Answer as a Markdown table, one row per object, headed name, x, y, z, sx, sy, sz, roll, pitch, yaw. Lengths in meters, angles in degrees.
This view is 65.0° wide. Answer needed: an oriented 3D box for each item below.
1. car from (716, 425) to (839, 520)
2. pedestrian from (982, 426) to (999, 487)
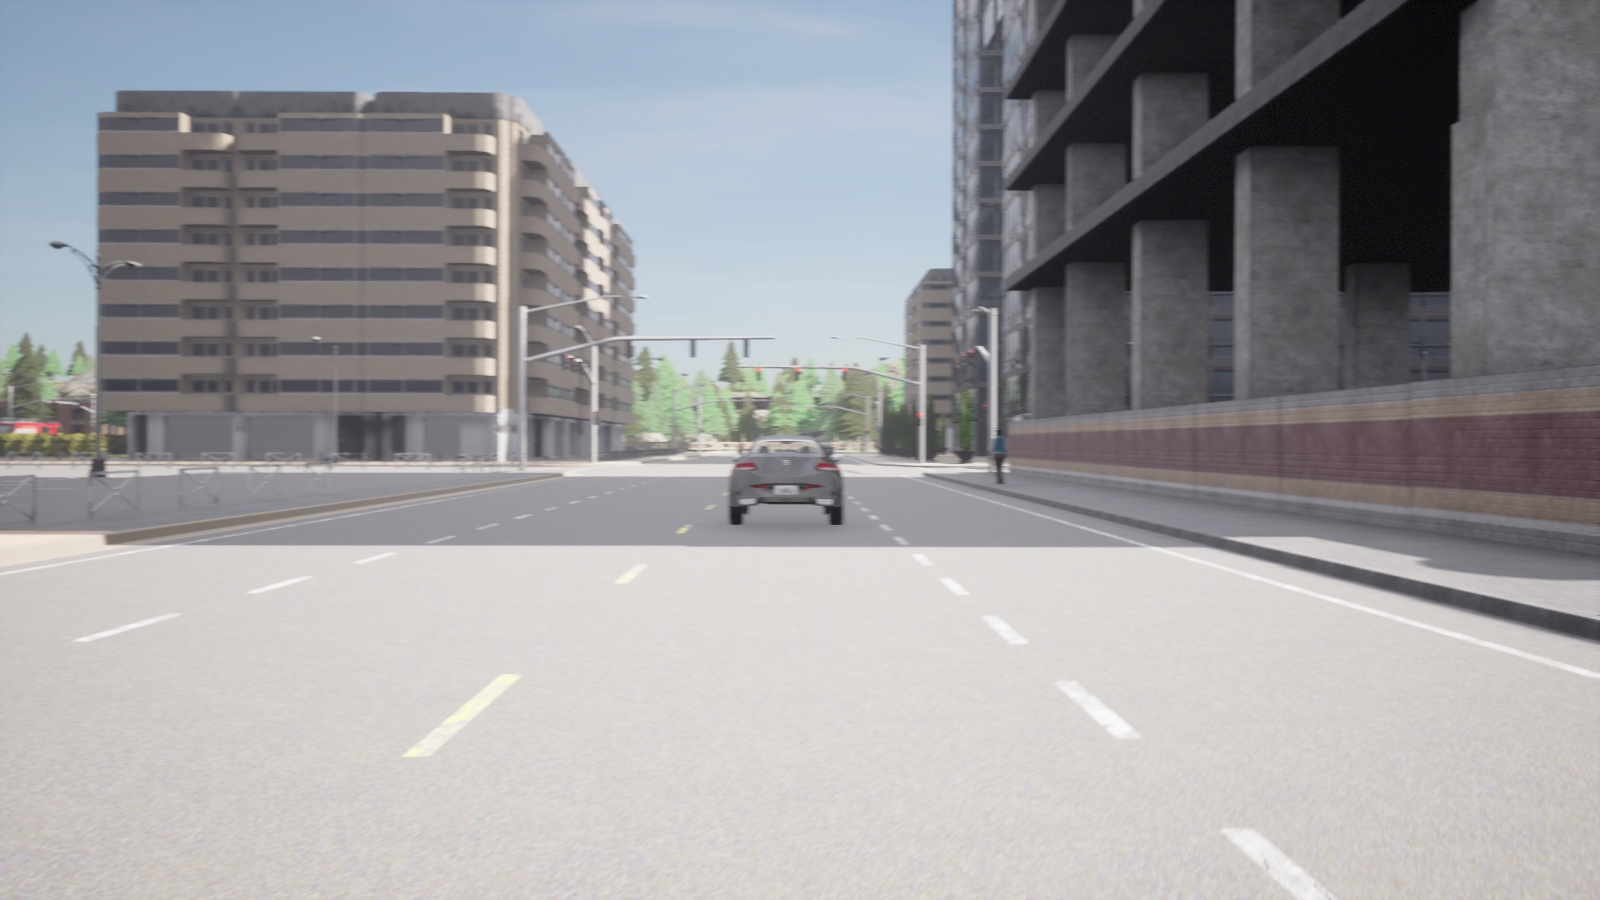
| name | x | y | z | sx | sy | sz | roll | pitch | yaw |
| --- | --- | --- | --- | --- | --- | --- | --- | --- | --- |
| car | -0.439 | 0.378 | 24.533 | 2.152 | 1.651 | 5.027 | 0 | 0 | -1 |
| pedestrian | 6.111 | 0.197 | 40.329 | 0.396 | 1.930 | 0.692 | 0 | 0 | -2 |
